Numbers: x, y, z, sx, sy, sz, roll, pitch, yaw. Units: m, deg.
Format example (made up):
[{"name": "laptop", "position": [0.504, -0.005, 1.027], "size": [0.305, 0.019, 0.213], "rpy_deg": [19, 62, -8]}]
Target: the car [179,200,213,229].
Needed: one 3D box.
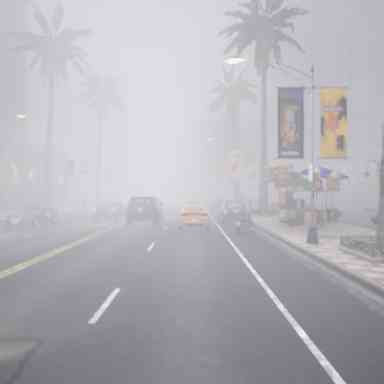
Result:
[{"name": "car", "position": [0.146, 1.556, 22.232], "size": [1.882, 1.535, 5.008], "rpy_deg": [0, 0, 0]}]

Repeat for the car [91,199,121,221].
[{"name": "car", "position": [-7.018, 1.450, 28.380], "size": [2.097, 1.767, 4.553], "rpy_deg": [0, 0, 0]}]

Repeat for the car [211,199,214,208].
[{"name": "car", "position": [3.509, 1.683, 47.912], "size": [2.161, 1.482, 4.786], "rpy_deg": [0, 0, 0]}]

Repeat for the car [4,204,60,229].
[{"name": "car", "position": [-10.546, 1.567, 22.286], "size": [2.128, 1.511, 4.902], "rpy_deg": [0, 0, 0]}]

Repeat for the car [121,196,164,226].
[{"name": "car", "position": [-3.350, 1.306, 24.284], "size": [2.150, 2.045, 5.566], "rpy_deg": [0, 0, 0]}]

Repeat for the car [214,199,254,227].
[{"name": "car", "position": [3.152, 1.447, 25.984], "size": [2.185, 1.767, 4.553], "rpy_deg": [0, 0, 0]}]
